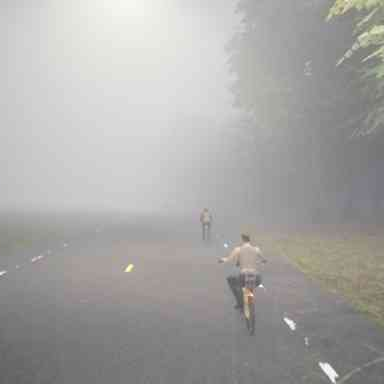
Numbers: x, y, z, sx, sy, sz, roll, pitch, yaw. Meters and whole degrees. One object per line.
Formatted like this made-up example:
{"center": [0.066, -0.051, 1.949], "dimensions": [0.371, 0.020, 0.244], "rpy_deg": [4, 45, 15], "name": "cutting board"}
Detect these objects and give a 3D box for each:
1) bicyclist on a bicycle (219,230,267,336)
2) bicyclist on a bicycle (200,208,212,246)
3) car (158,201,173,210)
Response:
{"center": [0.915, 1.452, 5.734], "dimensions": [0.866, 1.612, 1.509], "rpy_deg": [0, 0, -1], "name": "bicyclist on a bicycle"}
{"center": [0.644, 1.550, 14.897], "dimensions": [0.582, 1.620, 1.656], "rpy_deg": [0, -1, -2], "name": "bicyclist on a bicycle"}
{"center": [-4.661, 2.470, 61.367], "dimensions": [1.837, 1.490, 4.892], "rpy_deg": [0, -1, -9], "name": "car"}
